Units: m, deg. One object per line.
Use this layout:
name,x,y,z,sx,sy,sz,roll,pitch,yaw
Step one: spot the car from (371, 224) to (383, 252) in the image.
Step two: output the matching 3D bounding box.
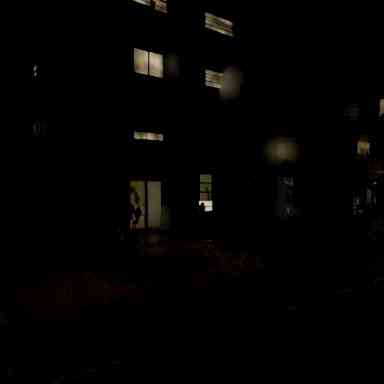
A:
car,8.461,1.550,12.566,4.403,1.369,2.008,0,0,-35

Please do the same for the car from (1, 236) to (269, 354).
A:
car,-0.686,1.525,6.068,4.829,1.417,1.752,0,0,-35
